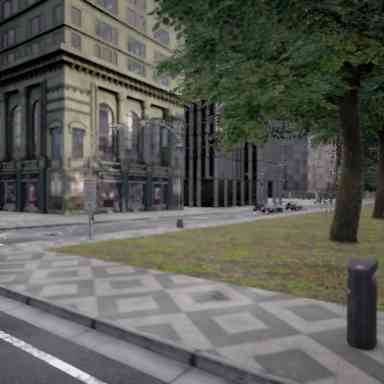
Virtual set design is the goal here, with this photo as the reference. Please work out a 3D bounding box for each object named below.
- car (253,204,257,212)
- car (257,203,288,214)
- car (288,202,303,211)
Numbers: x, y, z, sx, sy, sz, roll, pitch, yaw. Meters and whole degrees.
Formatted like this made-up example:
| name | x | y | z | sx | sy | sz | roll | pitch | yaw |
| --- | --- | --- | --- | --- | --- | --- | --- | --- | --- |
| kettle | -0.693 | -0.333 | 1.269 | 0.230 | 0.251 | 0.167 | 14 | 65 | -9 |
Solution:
| name | x | y | z | sx | sy | sz | roll | pitch | yaw |
| --- | --- | --- | --- | --- | --- | --- | --- | --- | --- |
| car | 11.030 | 2.346 | 51.568 | 1.994 | 1.385 | 4.181 | 0 | 0 | 34 |
| car | 11.333 | 2.354 | 46.559 | 1.895 | 1.301 | 4.718 | 0 | 0 | 35 |
| car | 16.775 | 2.367 | 54.706 | 1.837 | 1.490 | 4.892 | 0 | 0 | 34 |
